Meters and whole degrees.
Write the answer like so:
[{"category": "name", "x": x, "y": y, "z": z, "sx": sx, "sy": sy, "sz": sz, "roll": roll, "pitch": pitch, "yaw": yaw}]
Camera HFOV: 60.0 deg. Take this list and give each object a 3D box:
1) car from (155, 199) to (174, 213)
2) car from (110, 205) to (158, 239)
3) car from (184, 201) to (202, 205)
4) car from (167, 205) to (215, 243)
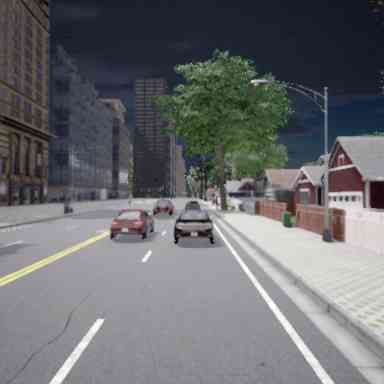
[{"category": "car", "x": -3.164, "y": 1.632, "z": 37.978, "sx": 2.097, "sy": 1.767, "sz": 4.553, "roll": 0, "pitch": 0, "yaw": 0}, {"category": "car", "x": -3.168, "y": 1.651, "z": 18.063, "sx": 1.812, "sy": 1.442, "sz": 4.674, "roll": 0, "pitch": 0, "yaw": 0}, {"category": "car", "x": 0.086, "y": 1.794, "z": 39.218, "sx": 1.837, "sy": 1.490, "sz": 4.892, "roll": 0, "pitch": -1, "yaw": 0}, {"category": "car", "x": 0.093, "y": 1.608, "z": 16.675, "sx": 2.128, "sy": 1.511, "sz": 4.902, "roll": 0, "pitch": 0, "yaw": 0}]
